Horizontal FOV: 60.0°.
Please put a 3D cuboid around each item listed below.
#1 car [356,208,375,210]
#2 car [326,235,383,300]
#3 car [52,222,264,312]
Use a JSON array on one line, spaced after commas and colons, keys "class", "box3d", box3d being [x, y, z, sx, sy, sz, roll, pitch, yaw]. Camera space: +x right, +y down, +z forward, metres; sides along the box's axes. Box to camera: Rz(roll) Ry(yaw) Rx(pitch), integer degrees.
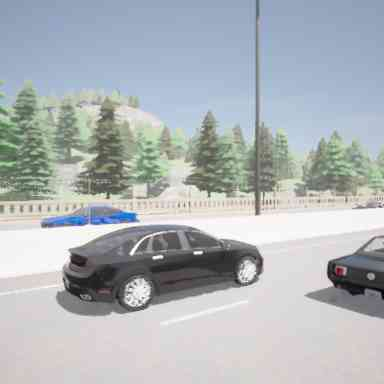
[{"class": "car", "box3d": [14.727, 1.546, 27.268, 4.181, 1.385, 1.994, 0, 0, -35]}, {"class": "car", "box3d": [5.151, 1.595, 7.419, 4.718, 1.301, 1.895, 0, 0, -35]}, {"class": "car", "box3d": [-0.410, 1.502, 7.752, 4.892, 1.490, 1.837, 0, 0, -35]}]
